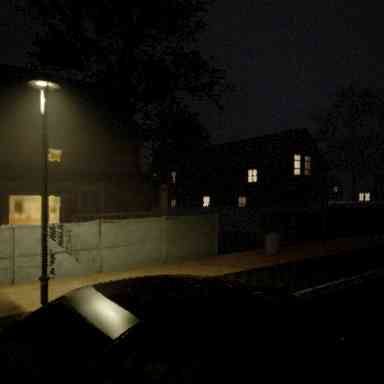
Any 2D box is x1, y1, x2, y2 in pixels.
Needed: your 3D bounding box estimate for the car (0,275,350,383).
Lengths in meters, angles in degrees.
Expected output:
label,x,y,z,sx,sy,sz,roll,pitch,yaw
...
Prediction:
label,x,y,z,sx,sy,sz,roll,pitch,yaw
car,-0.575,1.526,2.643,4.674,1.442,1.812,0,0,-36
